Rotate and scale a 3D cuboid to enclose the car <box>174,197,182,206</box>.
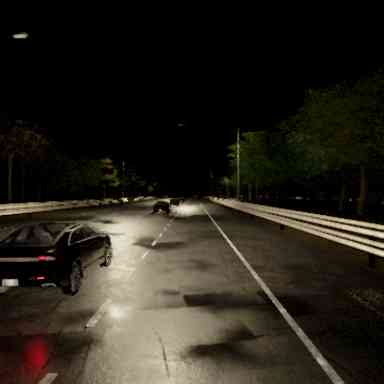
[{"bbox_3d":[-3.334,1.945,63.709,1.812,1.442,4.674,0,0,0],"label":"car"}]

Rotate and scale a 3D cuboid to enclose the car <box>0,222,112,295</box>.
[{"bbox_3d":[-3.497,1.551,8.851,2.128,1.511,4.902,0,0,0],"label":"car"}]

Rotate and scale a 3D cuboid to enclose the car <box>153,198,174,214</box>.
[{"bbox_3d":[-3.425,1.762,38.568,1.837,1.490,4.892,0,0,0],"label":"car"}]
